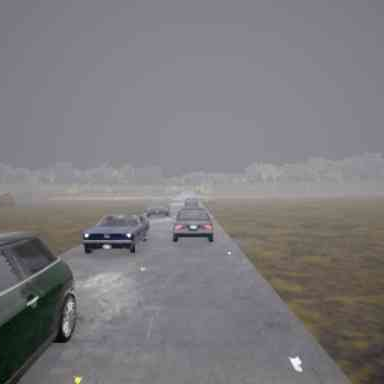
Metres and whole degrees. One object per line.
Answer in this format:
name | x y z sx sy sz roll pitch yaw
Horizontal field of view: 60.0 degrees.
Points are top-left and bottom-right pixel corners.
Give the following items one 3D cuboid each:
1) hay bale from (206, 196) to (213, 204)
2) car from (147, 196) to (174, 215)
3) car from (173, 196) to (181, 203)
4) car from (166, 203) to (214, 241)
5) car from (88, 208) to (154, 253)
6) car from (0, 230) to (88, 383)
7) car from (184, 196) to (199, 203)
hay bale | 2.953 1.386 56.594 1.220 1.180 1.240 1 2 0
car | -2.859 1.400 29.633 1.837 1.490 4.892 0 0 0
car | -2.977 1.304 61.018 1.895 1.301 4.718 0 0 0
car | 0.050 1.492 16.228 2.033 1.411 5.357 0 0 0
car | -2.884 1.558 13.514 1.895 1.301 4.718 0 0 0
car | -2.858 1.343 3.363 2.097 1.767 4.553 0 0 0
car | -0.047 1.298 45.270 2.128 1.511 4.902 0 0 0
